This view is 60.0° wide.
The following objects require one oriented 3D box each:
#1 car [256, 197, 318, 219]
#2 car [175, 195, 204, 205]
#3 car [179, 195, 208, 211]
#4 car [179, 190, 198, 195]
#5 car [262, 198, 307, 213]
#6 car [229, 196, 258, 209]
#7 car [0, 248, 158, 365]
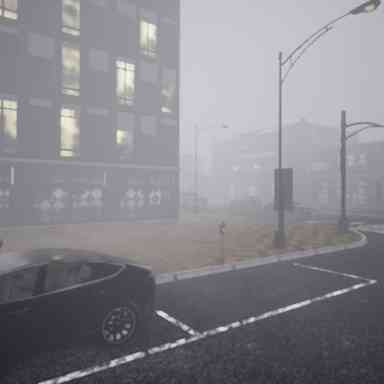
[{"bbox_3d":[7.773,1.324,26.792,1.812,1.442,4.674,0,1,-36],"label":"car"},{"bbox_3d":[-0.417,1.108,47.732,2.008,1.369,4.403,1,0,-36],"label":"car"},{"bbox_3d":[-0.604,1.236,33.831,1.802,1.307,4.206,1,0,-36],"label":"car"},{"bbox_3d":[-0.489,0.848,38.040,2.150,2.045,5.566,0,0,-36],"label":"car"},{"bbox_3d":[9.433,1.348,34.322,1.802,1.307,4.206,1,0,-36],"label":"car"},{"bbox_3d":[6.151,1.137,38.794,1.967,1.590,4.097,1,0,-36],"label":"car"},{"bbox_3d":[-2.552,1.566,4.734,4.313,1.339,1.947,0,0,-36],"label":"car"}]
